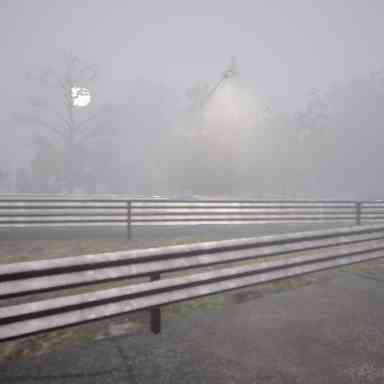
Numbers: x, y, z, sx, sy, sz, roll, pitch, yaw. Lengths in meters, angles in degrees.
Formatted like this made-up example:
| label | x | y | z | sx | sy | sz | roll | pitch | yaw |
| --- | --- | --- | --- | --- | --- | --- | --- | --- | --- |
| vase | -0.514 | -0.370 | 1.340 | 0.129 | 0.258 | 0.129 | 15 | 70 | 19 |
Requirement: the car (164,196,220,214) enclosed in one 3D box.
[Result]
| label | x | y | z | sx | sy | sz | roll | pitch | yaw |
| --- | --- | --- | --- | --- | --- | --- | --- | --- | --- |
| car | -0.122 | 1.012 | 25.749 | 4.674 | 1.442 | 1.812 | 1 | 0 | -16 |

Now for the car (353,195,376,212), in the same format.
| label | x | y | z | sx | sy | sz | roll | pitch | yaw |
| --- | --- | --- | --- | --- | --- | --- | --- | --- | --- |
| car | 17.118 | 1.056 | 30.698 | 4.553 | 1.767 | 2.097 | 1 | 0 | -16 |

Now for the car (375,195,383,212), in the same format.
| label | x | y | z | sx | sy | sz | roll | pitch | yaw |
| --- | --- | --- | --- | --- | --- | --- | --- | --- | --- |
| car | 18.103 | 1.207 | 27.341 | 4.902 | 1.511 | 2.128 | 1 | 0 | -16 |
